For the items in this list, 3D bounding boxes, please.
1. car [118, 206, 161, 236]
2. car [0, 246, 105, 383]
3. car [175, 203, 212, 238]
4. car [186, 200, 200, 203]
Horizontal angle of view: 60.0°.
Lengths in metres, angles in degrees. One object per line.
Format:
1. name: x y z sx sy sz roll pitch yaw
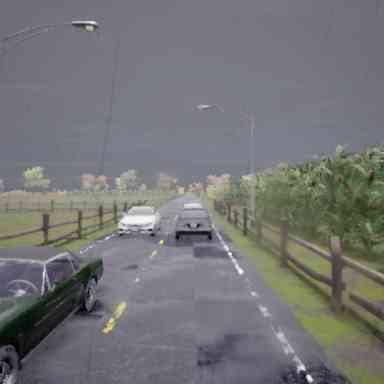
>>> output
1. car: -2.744 1.523 18.337 1.812 1.442 4.674 0 0 0
2. car: -2.830 1.600 4.964 1.895 1.301 4.718 0 0 0
3. car: 0.089 1.545 17.448 2.033 1.411 5.357 0 0 0
4. car: 0.108 1.598 38.399 1.895 1.301 4.718 0 0 0
